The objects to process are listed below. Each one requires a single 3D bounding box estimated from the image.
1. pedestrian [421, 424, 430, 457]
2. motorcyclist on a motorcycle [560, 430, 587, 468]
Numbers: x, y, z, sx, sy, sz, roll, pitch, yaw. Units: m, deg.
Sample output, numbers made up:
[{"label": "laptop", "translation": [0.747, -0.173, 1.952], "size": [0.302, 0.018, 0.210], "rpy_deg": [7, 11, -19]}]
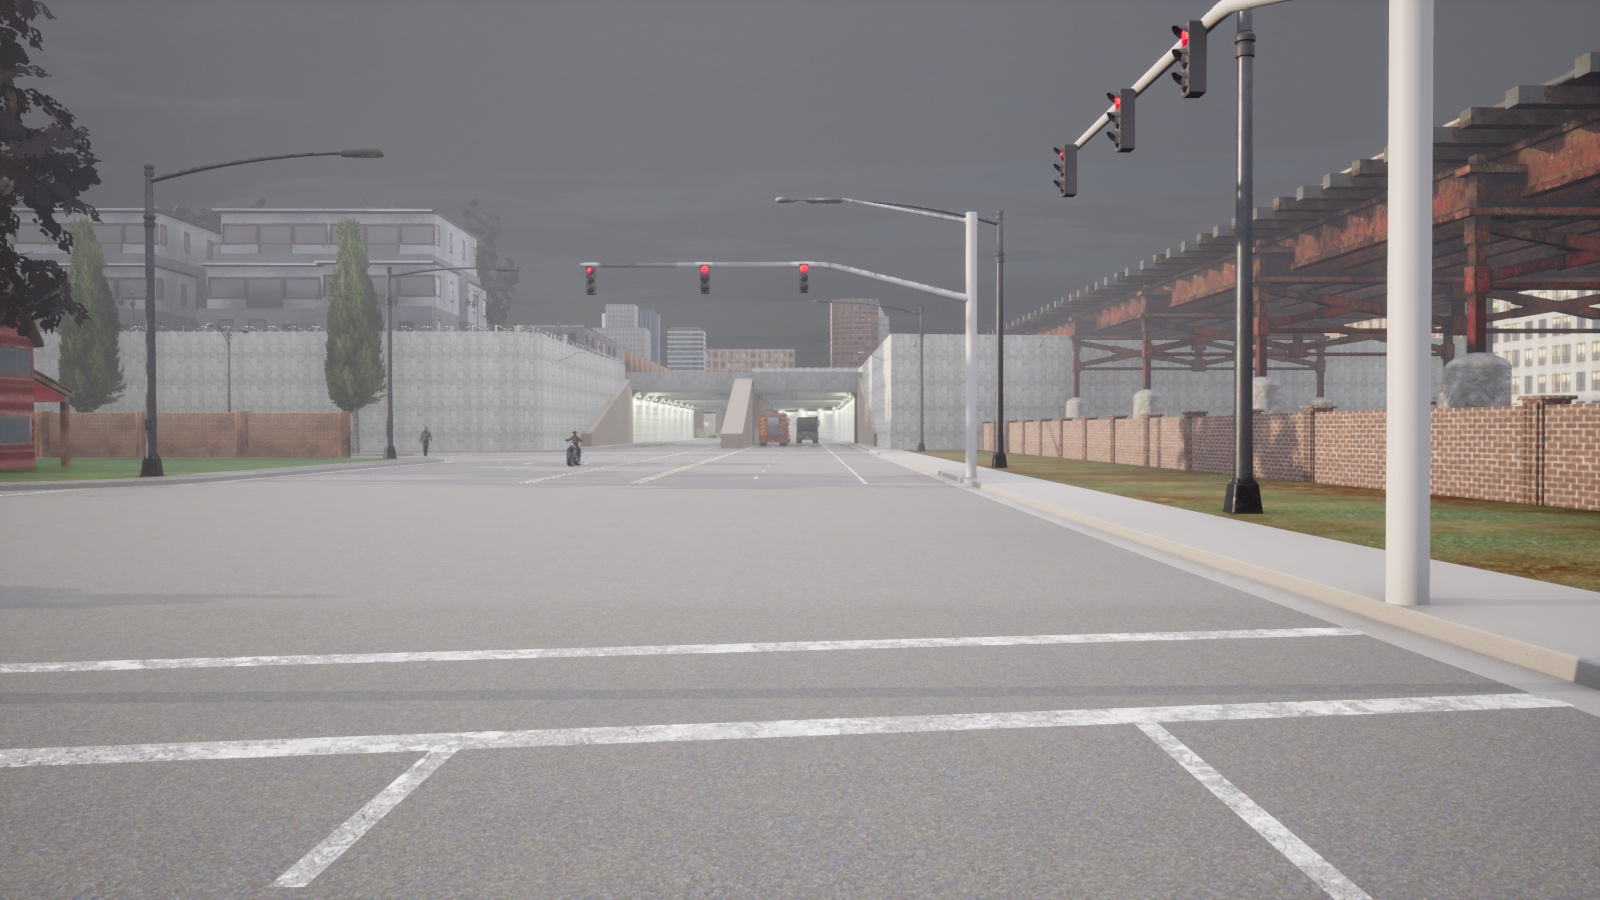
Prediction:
[{"label": "pedestrian", "translation": [-22.114, -0.566, 74.130], "size": [0.423, 1.949, 0.788], "rpy_deg": [0, 1, -13]}, {"label": "motorcyclist on a motorcycle", "translation": [-10.160, -0.074, 56.284], "size": [0.766, 1.649, 2.350], "rpy_deg": [0, 1, 0]}]
